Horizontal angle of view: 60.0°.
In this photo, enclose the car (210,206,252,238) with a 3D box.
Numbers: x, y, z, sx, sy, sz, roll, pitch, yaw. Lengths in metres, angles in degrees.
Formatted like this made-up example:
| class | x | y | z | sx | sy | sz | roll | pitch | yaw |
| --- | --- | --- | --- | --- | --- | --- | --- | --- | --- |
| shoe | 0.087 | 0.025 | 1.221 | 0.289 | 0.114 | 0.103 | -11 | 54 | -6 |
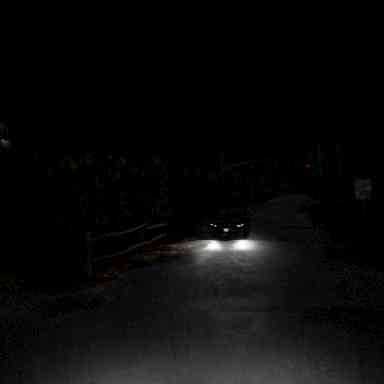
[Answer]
| class | x | y | z | sx | sy | sz | roll | pitch | yaw |
| --- | --- | --- | --- | --- | --- | --- | --- | --- | --- |
| car | 2.248 | 1.581 | 18.455 | 1.837 | 1.490 | 4.892 | -3 | 0 | 15 |
